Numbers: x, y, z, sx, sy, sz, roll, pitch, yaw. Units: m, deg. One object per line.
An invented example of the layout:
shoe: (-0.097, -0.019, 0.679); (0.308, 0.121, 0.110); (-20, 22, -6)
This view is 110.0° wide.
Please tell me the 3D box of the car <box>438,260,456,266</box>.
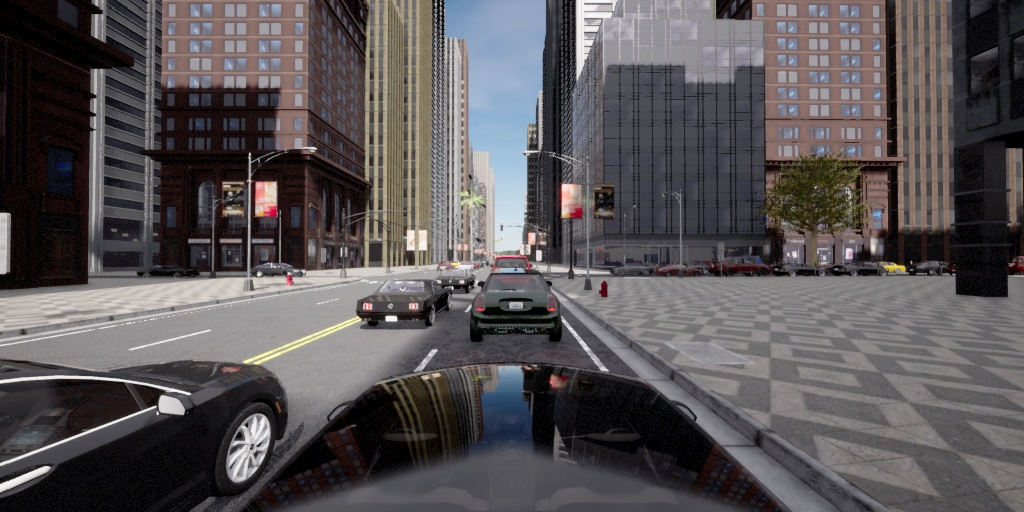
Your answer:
car: (-9.936, 1.503, 53.202); (1.812, 1.442, 4.674); (0, 0, -3)

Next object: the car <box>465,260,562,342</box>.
car: (0.082, 1.108, 9.983); (2.097, 1.767, 4.553); (0, 0, 0)

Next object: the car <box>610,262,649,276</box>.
car: (12.738, 1.386, 38.736); (4.181, 1.385, 1.994); (0, -1, -1)

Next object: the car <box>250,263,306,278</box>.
car: (-22.712, 1.418, 34.959); (4.902, 1.511, 2.128); (0, -1, 0)

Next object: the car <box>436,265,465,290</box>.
car: (-3.187, 1.388, 20.800); (1.895, 1.301, 4.718); (0, 0, 0)

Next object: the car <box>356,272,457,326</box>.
car: (-3.166, 1.361, 11.631); (1.895, 1.301, 4.718); (0, 0, 0)

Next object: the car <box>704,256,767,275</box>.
car: (24.159, 1.008, 38.935); (5.566, 2.045, 2.150); (0, -1, -1)

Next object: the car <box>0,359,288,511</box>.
car: (-3.150, 1.255, 1.612); (1.837, 1.490, 4.892); (0, 0, 0)

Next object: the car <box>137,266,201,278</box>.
car: (-33.348, 1.576, 34.949); (4.718, 1.301, 1.895); (0, -1, 0)

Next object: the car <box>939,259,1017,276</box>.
car: (43.446, 1.214, 33.491); (4.507, 1.381, 1.888); (0, 0, -1)

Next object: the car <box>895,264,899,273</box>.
car: (43.134, 1.296, 42.011); (4.829, 1.417, 1.751); (0, 0, -1)

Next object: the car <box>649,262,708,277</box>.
car: (15.258, 1.327, 33.000); (4.207, 1.307, 1.802); (0, 0, -1)

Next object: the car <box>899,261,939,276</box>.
car: (42.526, 1.228, 36.106); (4.674, 1.442, 1.812); (0, -1, -1)

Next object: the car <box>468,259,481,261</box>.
car: (-6.687, 1.633, 61.126); (1.895, 1.301, 4.718); (0, 0, 0)

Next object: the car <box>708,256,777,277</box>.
car: (20.896, 1.041, 33.098); (5.009, 1.841, 2.192); (0, 0, -1)

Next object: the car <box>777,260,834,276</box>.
car: (26.533, 1.276, 33.196); (4.313, 1.339, 1.948); (0, 0, -1)

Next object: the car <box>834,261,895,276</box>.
car: (32.170, 1.260, 33.294); (4.313, 1.339, 1.948); (0, 0, -1)

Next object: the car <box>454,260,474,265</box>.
car: (-6.691, 1.570, 51.948); (1.895, 1.301, 4.718); (0, 0, 0)

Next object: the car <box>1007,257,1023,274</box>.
car: (49.084, 0.973, 33.589); (5.009, 1.841, 2.192); (0, 0, -1)

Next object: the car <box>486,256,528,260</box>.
car: (-0.034, 1.003, 19.504); (2.150, 2.045, 5.566); (0, 0, 0)
